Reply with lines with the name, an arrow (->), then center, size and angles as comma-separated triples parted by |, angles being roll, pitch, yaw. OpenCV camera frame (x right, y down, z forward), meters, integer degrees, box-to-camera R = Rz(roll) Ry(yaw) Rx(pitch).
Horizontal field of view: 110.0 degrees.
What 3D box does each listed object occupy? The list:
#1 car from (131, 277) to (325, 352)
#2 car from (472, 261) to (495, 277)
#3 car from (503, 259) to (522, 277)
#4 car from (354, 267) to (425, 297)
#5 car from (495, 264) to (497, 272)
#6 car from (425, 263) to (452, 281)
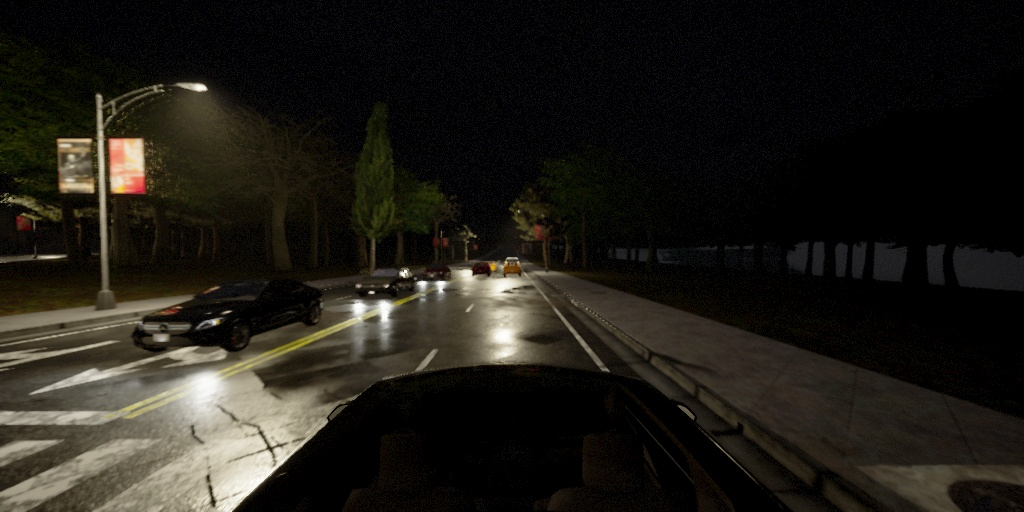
car -> -6.557, 1.278, 9.047 | 1.812, 1.442, 4.674 | 0, 0, 0
car -> -3.231, 1.391, 38.899 | 1.882, 1.535, 5.008 | 0, -1, 0
car -> 0.018, 1.392, 38.898 | 1.882, 1.535, 5.008 | 0, -1, 0
car -> -6.554, 1.328, 19.401 | 2.033, 1.411, 5.357 | 0, 0, 0
car -> -3.208, 1.501, 51.090 | 1.882, 1.535, 5.008 | 0, 0, 0
car -> -6.537, 1.378, 31.698 | 1.812, 1.442, 4.674 | 0, 0, 1
